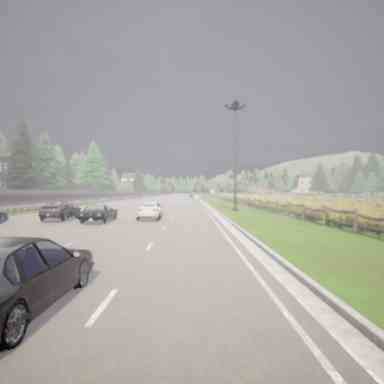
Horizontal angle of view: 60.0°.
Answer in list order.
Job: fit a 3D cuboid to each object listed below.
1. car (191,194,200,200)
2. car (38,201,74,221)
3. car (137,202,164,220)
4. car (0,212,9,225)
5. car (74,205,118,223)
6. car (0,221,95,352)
[{"bbox_3d":[1.231,1.502,92.281,1.812,1.442,4.674,0,0,0],"label":"car"},{"bbox_3d":[-10.399,1.484,26.472,2.128,1.511,4.902,0,0,0],"label":"car"},{"bbox_3d":[-3.412,1.518,27.489,1.812,1.442,4.674,0,0,0],"label":"car"},{"bbox_3d":[-13.900,1.542,21.114,2.033,1.411,5.357,0,0,0],"label":"car"},{"bbox_3d":[-6.899,1.594,24.887,1.895,1.301,4.718,0,0,0],"label":"car"},{"bbox_3d":[-3.400,1.546,6.103,2.033,1.411,5.357,0,0,0],"label":"car"}]
